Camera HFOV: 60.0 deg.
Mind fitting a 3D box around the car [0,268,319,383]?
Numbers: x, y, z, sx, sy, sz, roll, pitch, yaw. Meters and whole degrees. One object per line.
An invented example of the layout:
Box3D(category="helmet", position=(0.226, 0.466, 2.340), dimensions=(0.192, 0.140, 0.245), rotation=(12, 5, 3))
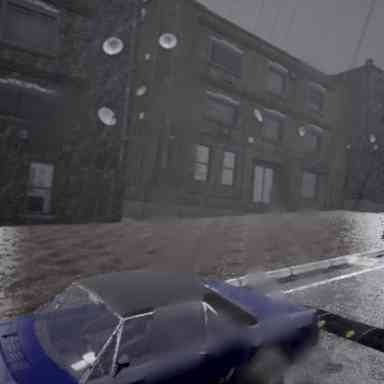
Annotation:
Box3D(category="car", position=(-0.866, 1.613, 3.386), dimensions=(4.718, 1.301, 1.895), rotation=(0, 0, -36))
